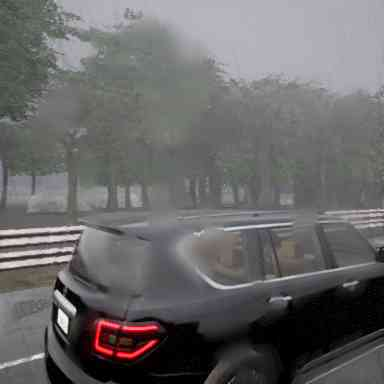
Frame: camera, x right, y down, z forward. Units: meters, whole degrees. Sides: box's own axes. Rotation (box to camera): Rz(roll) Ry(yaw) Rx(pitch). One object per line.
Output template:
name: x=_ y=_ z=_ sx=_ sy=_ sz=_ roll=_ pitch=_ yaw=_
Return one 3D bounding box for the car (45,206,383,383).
car: x=1.068 y=1.217 z=4.453 sx=5.566 sy=2.045 sz=2.150 roll=0 pitch=0 yaw=-35
